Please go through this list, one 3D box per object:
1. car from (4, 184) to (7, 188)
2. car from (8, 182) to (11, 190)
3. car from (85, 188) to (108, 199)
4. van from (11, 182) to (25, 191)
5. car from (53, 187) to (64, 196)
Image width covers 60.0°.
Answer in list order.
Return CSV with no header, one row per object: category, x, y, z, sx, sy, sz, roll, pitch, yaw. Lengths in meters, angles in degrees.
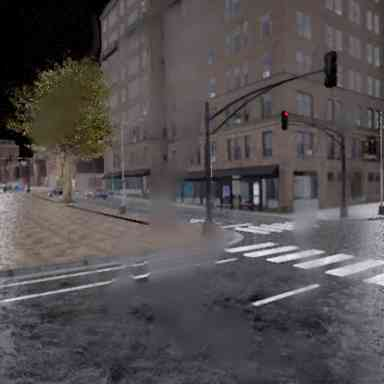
car,-41.265,-1.415,77.004,2.192,1.841,5.009,1,1,-35
car,-38.378,-1.040,72.951,2.008,1.369,4.403,1,1,-35
car,-13.672,0.158,47.484,2.033,1.411,5.357,-1,4,-35
van,-36.446,-1.156,70.244,1.690,1.788,3.998,1,1,-35
car,-20.613,-0.163,52.493,1.895,1.301,4.718,-1,4,-35
